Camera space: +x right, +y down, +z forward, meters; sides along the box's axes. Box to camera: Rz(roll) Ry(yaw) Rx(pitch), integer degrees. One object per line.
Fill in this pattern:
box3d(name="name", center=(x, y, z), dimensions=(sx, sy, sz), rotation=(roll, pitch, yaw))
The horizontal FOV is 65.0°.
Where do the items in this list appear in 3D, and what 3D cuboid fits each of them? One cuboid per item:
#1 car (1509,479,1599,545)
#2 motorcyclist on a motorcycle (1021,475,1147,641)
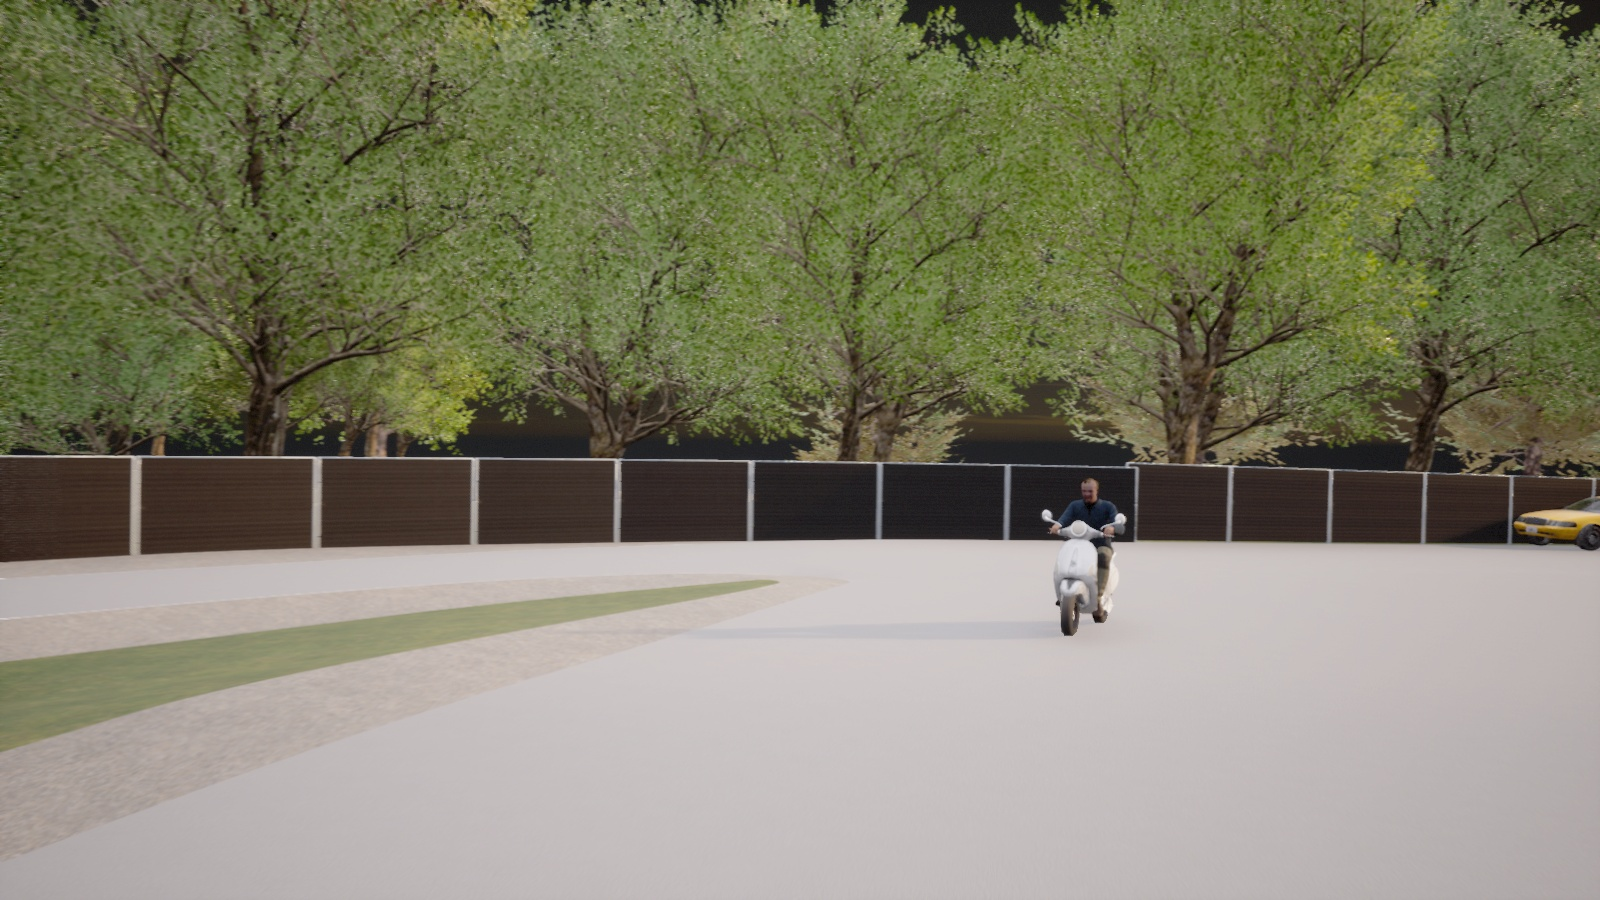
box3d(name="car", center=(22.312, 1.728, 34.279), dimensions=(5.366, 1.575, 1.801), rotation=(2, 2, -15))
box3d(name="motorcyclist on a motorcycle", center=(3.008, 1.066, 13.140), dimensions=(0.866, 1.590, 1.817), rotation=(0, -1, 26))
